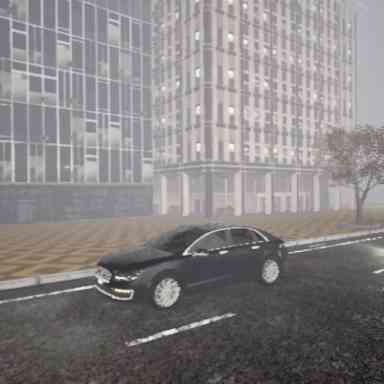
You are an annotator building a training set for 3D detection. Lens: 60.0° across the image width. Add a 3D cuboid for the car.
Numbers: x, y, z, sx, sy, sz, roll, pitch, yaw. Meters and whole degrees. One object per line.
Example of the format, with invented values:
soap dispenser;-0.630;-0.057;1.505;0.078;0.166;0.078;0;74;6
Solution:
car;0.218;1.492;7.824;4.892;1.490;1.837;0;0;-35
